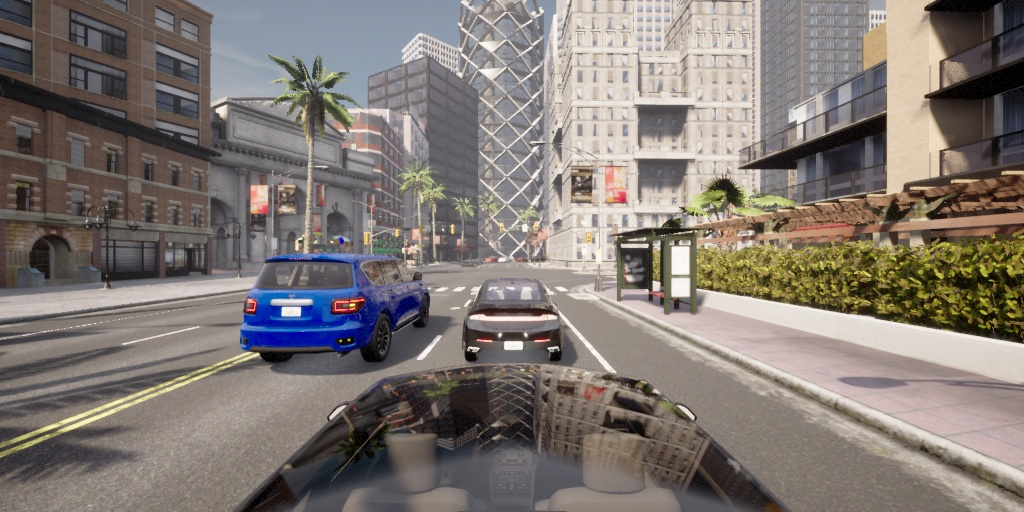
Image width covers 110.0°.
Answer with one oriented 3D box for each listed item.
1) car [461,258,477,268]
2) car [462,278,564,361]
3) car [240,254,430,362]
[{"bbox_3d":[-7.699,1.314,62.513,1.994,1.385,4.181,0,0,0],"label":"car"},{"bbox_3d":[0.014,1.242,8.246,2.128,1.511,4.902,0,0,0],"label":"car"},{"bbox_3d":[-3.487,0.971,8.333,2.150,2.045,5.566,0,0,0],"label":"car"}]
